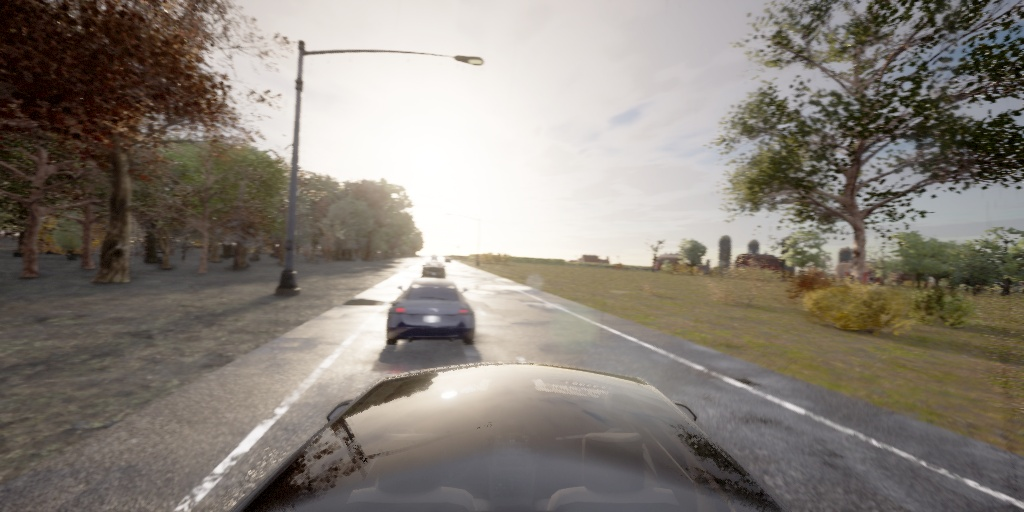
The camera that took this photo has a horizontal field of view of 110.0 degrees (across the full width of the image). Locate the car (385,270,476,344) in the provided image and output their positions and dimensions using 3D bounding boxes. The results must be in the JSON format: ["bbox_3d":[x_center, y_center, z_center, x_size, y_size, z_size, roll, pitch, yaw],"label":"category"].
[{"bbox_3d":[-2.067,1.265,9.358,1.994,1.385,4.181,3,0,-12],"label":"car"}]

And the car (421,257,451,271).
[{"bbox_3d":[-6.065,1.106,27.924,1.882,1.535,5.008,3,0,-12],"label":"car"}]
